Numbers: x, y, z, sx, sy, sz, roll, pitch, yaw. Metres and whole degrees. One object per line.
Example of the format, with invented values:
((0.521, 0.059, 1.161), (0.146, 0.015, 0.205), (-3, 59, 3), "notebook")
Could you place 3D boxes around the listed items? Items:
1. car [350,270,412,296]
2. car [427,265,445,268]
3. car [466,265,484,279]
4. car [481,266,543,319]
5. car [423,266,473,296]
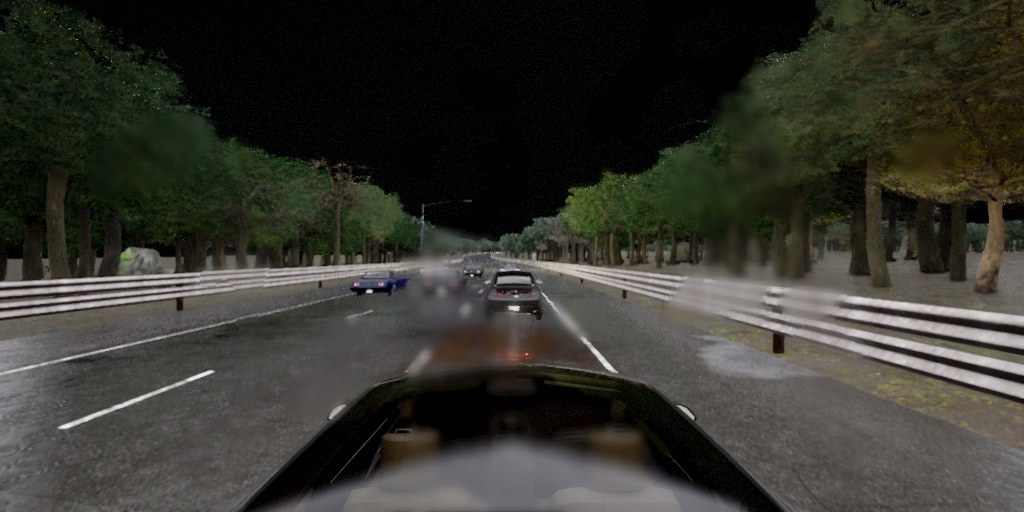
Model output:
((-6.966, 1.432, 19.690), (1.895, 1.301, 4.718), (0, 0, -1), "car")
((-7.218, 1.502, 34.815), (1.895, 1.301, 4.718), (0, 0, -1), "car")
((-3.721, 1.502, 34.991), (1.895, 1.301, 4.718), (0, 0, -1), "car")
((0.065, 1.307, 13.075), (1.837, 1.490, 4.892), (0, 0, 0), "car")
((-3.467, 1.432, 19.811), (1.895, 1.301, 4.718), (0, 0, -1), "car")
